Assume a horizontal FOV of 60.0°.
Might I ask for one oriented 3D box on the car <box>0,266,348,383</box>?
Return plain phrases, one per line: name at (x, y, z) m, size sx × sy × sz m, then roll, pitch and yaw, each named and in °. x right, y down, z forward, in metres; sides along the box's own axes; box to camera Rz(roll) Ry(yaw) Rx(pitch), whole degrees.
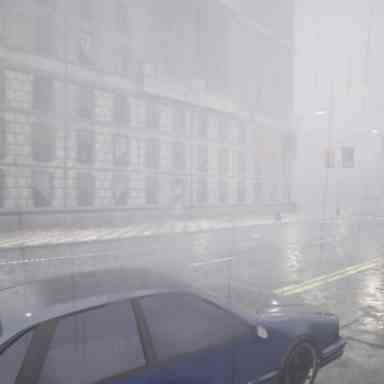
car at (-0.683, 1.551, 3.396) m, size 5.357 × 1.411 × 2.033 m, roll 1°, pitch 0°, yaw -34°
